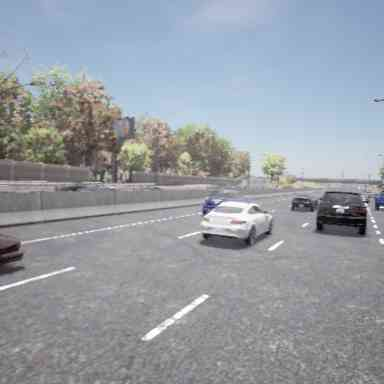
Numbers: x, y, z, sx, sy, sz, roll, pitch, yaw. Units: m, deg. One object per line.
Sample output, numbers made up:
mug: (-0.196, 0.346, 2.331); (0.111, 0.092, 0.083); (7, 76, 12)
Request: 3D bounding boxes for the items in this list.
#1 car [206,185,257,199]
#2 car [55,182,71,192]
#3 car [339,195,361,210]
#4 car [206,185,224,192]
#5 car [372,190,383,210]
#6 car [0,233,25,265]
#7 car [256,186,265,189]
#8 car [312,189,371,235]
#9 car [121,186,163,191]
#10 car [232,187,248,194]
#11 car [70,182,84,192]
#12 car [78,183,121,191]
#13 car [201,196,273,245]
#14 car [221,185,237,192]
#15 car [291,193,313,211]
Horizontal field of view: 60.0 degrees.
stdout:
car: (2.484, 0.645, 22.212); (2.097, 1.767, 4.553); (3, 2, 27)
car: (-13.290, -0.421, 38.001); (1.882, 1.535, 5.008); (3, 2, 27)
car: (16.370, 1.028, 34.341); (1.895, 1.301, 4.718); (3, 2, 27)
car: (5.111, -0.890, 74.495); (2.033, 1.411, 5.357); (3, 2, 27)
car: (19.942, 0.810, 33.844); (2.150, 2.045, 5.566); (3, 2, 27)
car: (-5.786, 1.091, 5.736); (2.033, 1.411, 5.357); (3, 2, 27)
car: (13.890, -0.501, 68.588); (2.097, 1.767, 4.553); (3, 2, 27)
car: (7.874, 0.904, 17.342); (2.150, 2.045, 5.566); (3, 2, 26)
car: (-4.365, 0.163, 32.408); (1.837, 1.490, 4.892); (3, 2, 27)
car: (9.980, -0.421, 68.617); (1.895, 1.301, 4.718); (3, 2, 27)
car: (-10.485, -0.144, 35.805); (1.994, 1.385, 4.181); (3, 2, 27)
car: (-8.345, 0.103, 32.281); (1.895, 1.301, 4.718); (3, 2, 27)
car: (1.936, 1.110, 13.339); (1.812, 1.442, 4.674); (3, 2, 27)
car: (8.239, -0.749, 72.930); (1.837, 1.490, 4.892); (3, 2, 27)
car: (10.167, 0.842, 29.754); (1.837, 1.490, 4.892); (3, 2, 27)
